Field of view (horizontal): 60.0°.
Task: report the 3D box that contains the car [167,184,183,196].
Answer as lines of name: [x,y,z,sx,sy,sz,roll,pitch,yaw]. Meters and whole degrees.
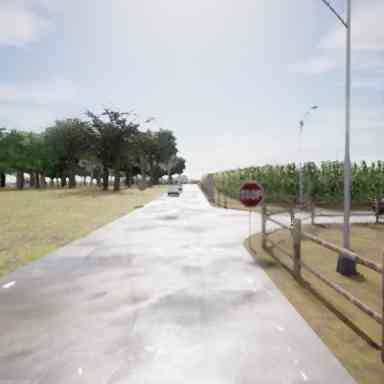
car: [-2.875,-0.153,52.857,2.033,1.411,5.357,0,3,0]

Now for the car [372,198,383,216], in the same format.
car: [13.849,0.794,20.529,5.008,1.535,1.882,-1,1,0]

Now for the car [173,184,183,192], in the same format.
car: [-2.823,-0.931,68.390,1.837,1.490,4.892,0,3,0]
